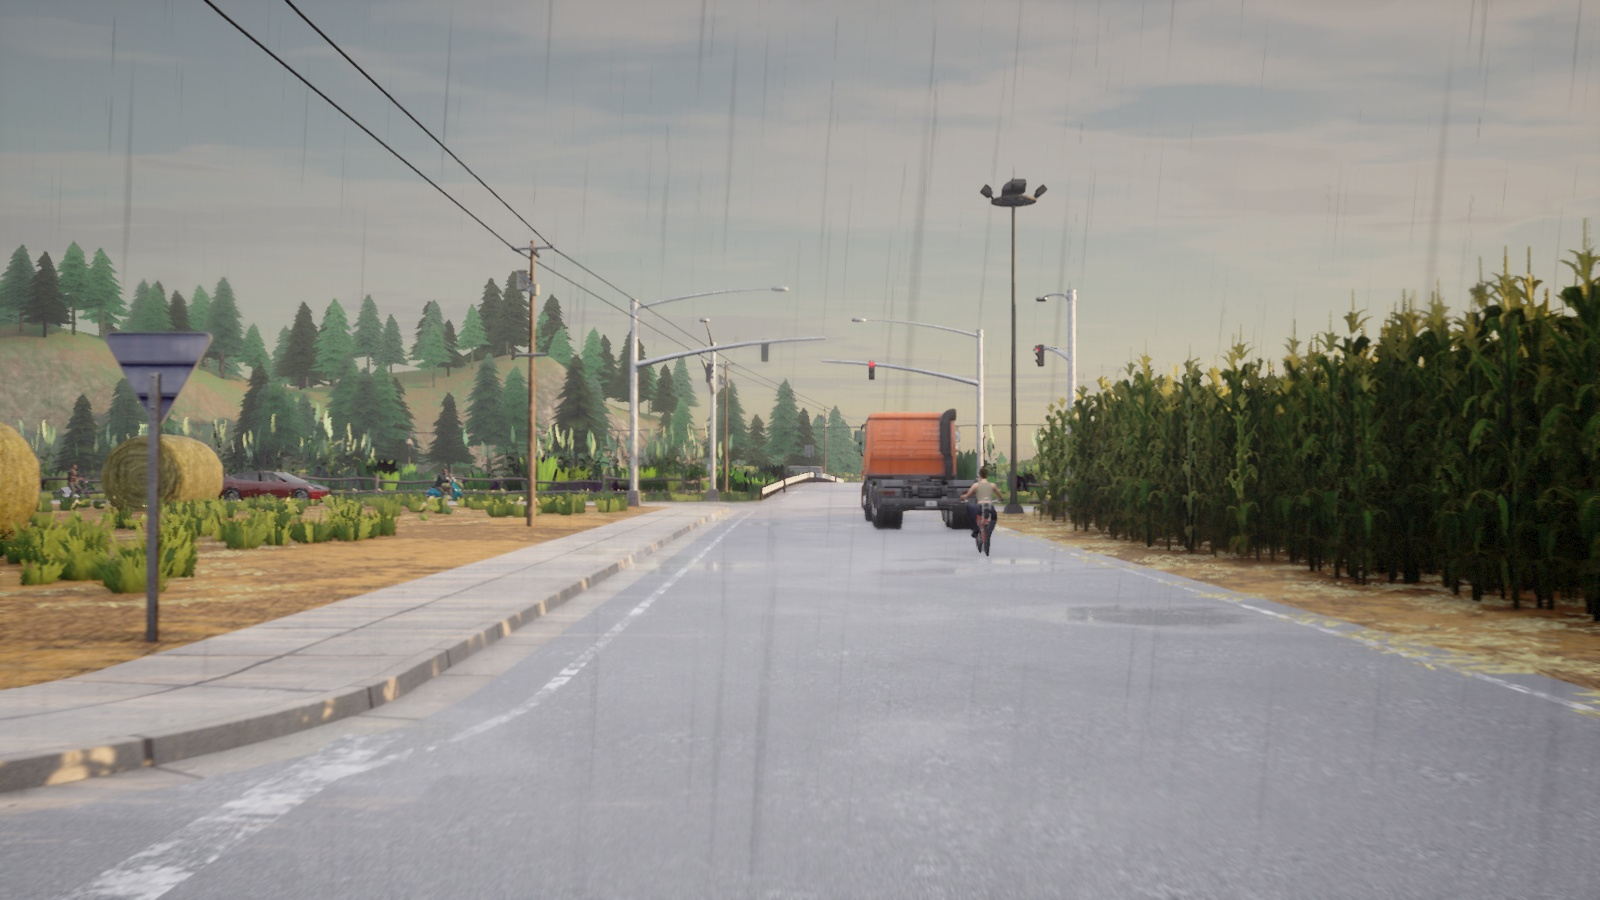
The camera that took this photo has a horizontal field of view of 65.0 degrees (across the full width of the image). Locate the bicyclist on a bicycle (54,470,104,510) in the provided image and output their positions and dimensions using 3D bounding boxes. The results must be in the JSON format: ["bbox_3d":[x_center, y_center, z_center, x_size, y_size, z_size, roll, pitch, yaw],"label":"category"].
[{"bbox_3d":[-31.730,1.757,55.304,1.843,1.776,0.659,-1,-1,3],"label":"bicyclist on a bicycle"}]

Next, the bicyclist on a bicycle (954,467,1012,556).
[{"bbox_3d":[3.423,1.124,23.612,0.866,1.612,1.509,0,-1,0],"label":"bicyclist on a bicycle"}]

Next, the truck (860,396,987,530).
[{"bbox_3d":[3.392,0.415,36.568,2.891,3.462,7.936,0,-1,0],"label":"truck"}]

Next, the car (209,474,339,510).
[{"bbox_3d":[-22.940,1.825,54.874,4.792,1.488,2.163,0,-1,3],"label":"car"}]

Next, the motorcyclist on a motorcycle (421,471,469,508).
[{"bbox_3d":[-15.384,1.726,54.509,1.817,1.590,0.866,0,-1,3],"label":"motorcyclist on a motorcycle"}]
